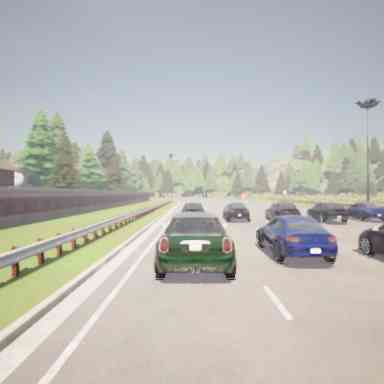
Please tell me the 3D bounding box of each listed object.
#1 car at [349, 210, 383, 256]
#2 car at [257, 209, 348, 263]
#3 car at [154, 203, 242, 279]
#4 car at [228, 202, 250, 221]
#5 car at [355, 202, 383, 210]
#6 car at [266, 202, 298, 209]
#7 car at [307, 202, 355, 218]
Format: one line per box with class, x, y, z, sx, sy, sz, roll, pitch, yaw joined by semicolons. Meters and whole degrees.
car;7.088;1.526;10.406;1.837;1.490;4.892;0;-1;0
car;3.591;1.552;11.956;1.812;1.442;4.674;0;0;0
car;0.088;1.375;10.286;2.097;1.767;4.553;0;0;0
car;3.587;1.584;27.277;1.812;1.442;4.674;0;0;0
car;14.076;1.585;27.295;1.812;1.442;4.674;0;0;0
car;7.085;1.562;26.301;1.837;1.490;4.892;0;0;0
car;10.585;1.562;26.307;1.837;1.490;4.892;0;0;0
